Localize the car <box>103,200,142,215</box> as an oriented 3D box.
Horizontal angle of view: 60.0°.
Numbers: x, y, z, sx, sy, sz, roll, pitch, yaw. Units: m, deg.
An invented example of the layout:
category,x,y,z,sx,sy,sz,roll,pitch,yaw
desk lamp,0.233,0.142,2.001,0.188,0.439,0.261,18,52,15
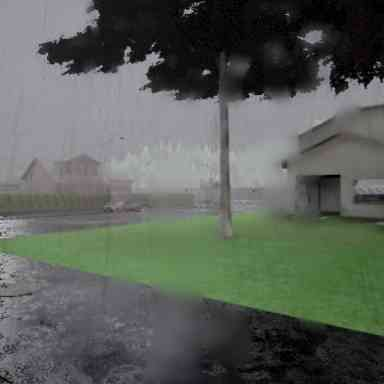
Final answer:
category,x,y,z,sx,sy,sz,roll,pitch,yaw
car,-7.253,1.581,35.055,1.994,1.385,4.181,0,0,36
